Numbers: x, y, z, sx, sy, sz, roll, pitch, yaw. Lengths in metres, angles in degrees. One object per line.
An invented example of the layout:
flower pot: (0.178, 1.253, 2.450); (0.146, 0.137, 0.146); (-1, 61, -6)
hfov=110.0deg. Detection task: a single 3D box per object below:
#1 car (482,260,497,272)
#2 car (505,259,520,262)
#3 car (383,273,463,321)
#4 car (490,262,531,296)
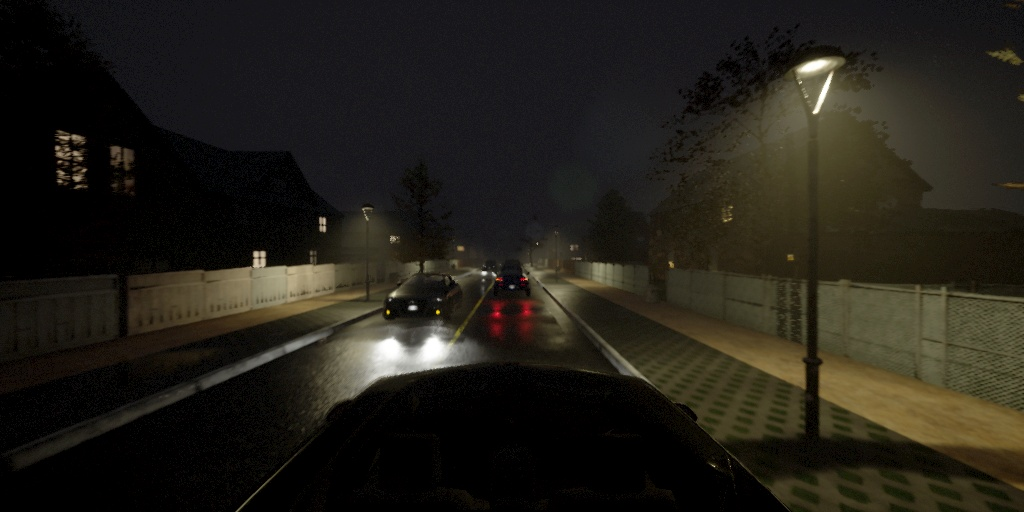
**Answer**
car: (-2.720, 1.249, 46.344); (1.837, 1.490, 4.892); (0, -1, 1)
car: (0.056, 1.067, 33.868); (2.097, 1.767, 4.553); (0, 0, 1)
car: (-2.838, 1.291, 12.212); (1.994, 1.385, 4.181); (0, 0, 0)
car: (0.001, 1.242, 18.949); (1.812, 1.442, 4.674); (0, 0, 0)
